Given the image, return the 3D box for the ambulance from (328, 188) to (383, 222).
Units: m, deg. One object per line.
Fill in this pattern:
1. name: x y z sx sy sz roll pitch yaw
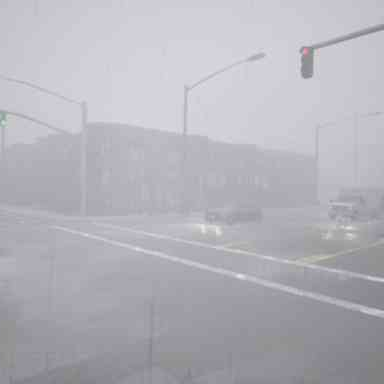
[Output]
1. ambulance: 12.885 0.907 25.864 6.366 2.431 2.351 0 1 -42

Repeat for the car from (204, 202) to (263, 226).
1. car: 2.741 1.323 21.578 4.181 1.385 1.994 0 1 -42
